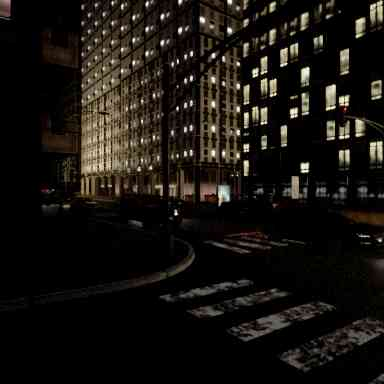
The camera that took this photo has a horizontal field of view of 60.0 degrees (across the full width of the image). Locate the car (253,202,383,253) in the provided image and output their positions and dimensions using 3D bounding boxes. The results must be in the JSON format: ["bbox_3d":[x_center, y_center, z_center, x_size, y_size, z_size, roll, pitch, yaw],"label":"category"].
[{"bbox_3d":[4.990,1.377,13.299,1.837,1.490,4.892,0,1,-36],"label":"car"}]

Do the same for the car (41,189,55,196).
[{"bbox_3d":[-31.802,0.096,73.605,1.887,1.381,4.507,1,0,-36],"label":"car"}]

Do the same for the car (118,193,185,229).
[{"bbox_3d":[-2.579,1.007,19.315,2.192,1.841,5.009,2,0,-36],"label":"car"}]

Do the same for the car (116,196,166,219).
[{"bbox_3d":[-4.036,1.112,25.679,1.812,1.442,4.674,0,1,-36],"label":"car"}]

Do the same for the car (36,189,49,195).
[{"bbox_3d":[-35.071,-0.011,78.087,1.887,1.381,4.507,1,0,-36],"label":"car"}]

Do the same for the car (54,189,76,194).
[{"bbox_3d":[-15.043,0.711,40.808,1.882,1.535,5.008,0,1,-36],"label":"car"}]

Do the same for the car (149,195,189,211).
[{"bbox_3d":[-2.388,1.069,33.266,1.947,1.339,4.313,1,0,-36],"label":"car"}]

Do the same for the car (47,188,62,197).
[{"bbox_3d":[-28.531,0.098,69.122,1.967,1.590,4.097,1,0,-36],"label":"car"}]

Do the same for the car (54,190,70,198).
[{"bbox_3d":[-25.266,0.309,64.641,1.887,1.381,4.507,1,0,-36],"label":"car"}]

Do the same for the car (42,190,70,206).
[{"bbox_3d":[-15.657,0.826,37.240,2.008,1.369,4.403,2,0,-36],"label":"car"}]

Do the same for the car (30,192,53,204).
[{"bbox_3d":[-18.925,0.752,41.720,1.802,1.307,4.206,2,0,-36],"label":"car"}]

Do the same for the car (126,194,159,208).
[{"bbox_3d":[-5.657,0.965,37.748,1.947,1.339,4.313,1,0,-36],"label":"car"}]

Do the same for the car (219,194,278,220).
[{"bbox_3d":[4.155,1.026,24.301,2.192,1.841,5.009,1,0,-36],"label":"car"}]

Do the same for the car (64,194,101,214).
[{"bbox_3d":[-9.122,1.067,28.278,1.802,1.307,4.206,2,0,-36],"label":"car"}]
